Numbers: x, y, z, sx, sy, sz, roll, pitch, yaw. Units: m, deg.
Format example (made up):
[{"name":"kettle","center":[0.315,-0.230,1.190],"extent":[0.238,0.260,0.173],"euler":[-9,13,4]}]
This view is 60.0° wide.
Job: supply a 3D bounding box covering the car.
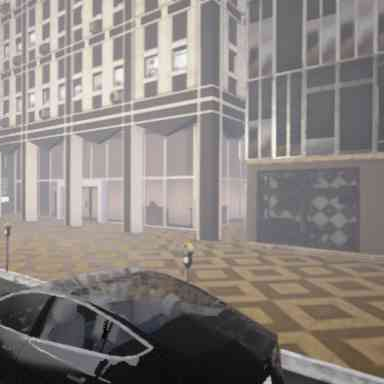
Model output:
[{"name":"car","center":[-1.164,1.547,3.699],"extent":[4.313,1.339,1.947],"euler":[0,0,35]}]
